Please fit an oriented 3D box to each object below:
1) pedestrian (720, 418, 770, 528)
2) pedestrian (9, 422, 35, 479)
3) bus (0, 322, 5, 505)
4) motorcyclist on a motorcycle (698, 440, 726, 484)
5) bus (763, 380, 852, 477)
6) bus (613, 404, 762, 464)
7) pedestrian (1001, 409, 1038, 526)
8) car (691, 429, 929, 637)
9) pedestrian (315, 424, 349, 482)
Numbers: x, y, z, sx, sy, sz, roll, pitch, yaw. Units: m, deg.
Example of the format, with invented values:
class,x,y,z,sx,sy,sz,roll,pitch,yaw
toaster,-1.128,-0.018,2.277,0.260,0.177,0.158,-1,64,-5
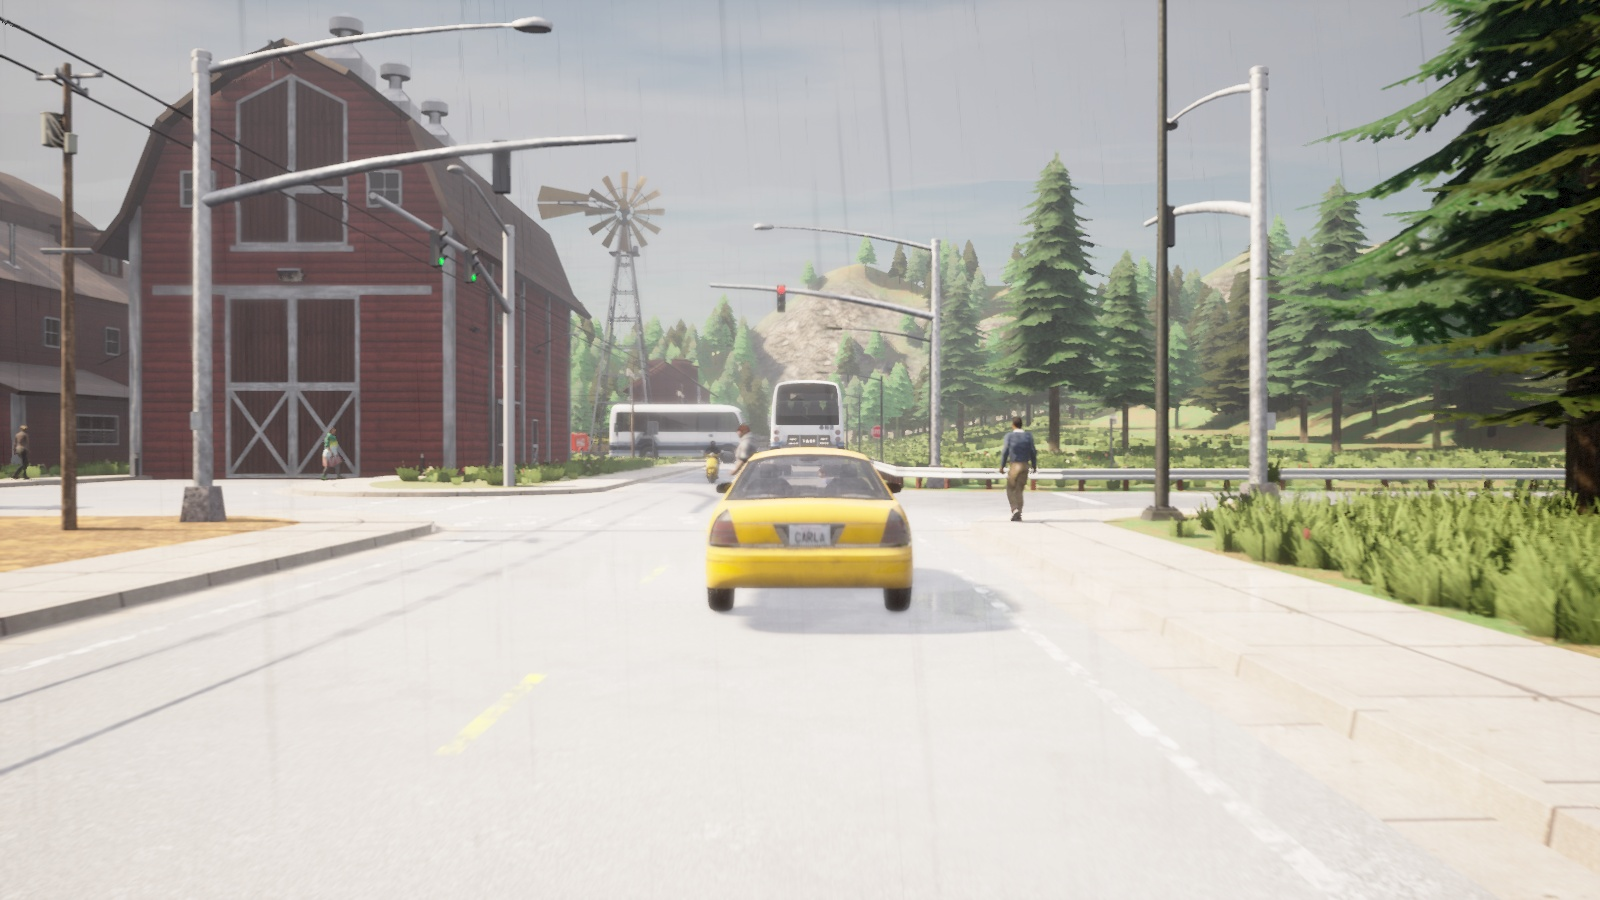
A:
class,x,y,z,sx,sy,sz,roll,pitch,yaw
pedestrian,-0.983,0.407,22.539,0.873,1.952,0.659,0,0,-1
pedestrian,-25.116,0.012,40.546,0.331,1.846,0.634,0,0,16
bus,-23.748,-0.834,27.371,10.273,4.253,3.944,0,1,-1
motorcyclist on a motorcycle,-3.222,0.437,46.165,0.866,1.590,1.817,0,0,0
bus,0.360,-0.970,60.374,3.944,4.253,10.273,0,0,0
bus,-7.968,-1.145,90.349,10.273,4.253,3.944,0,0,1
pedestrian,3.697,0.285,21.218,0.423,1.949,0.788,0,0,-5
car,0.085,0.617,12.206,1.801,1.575,5.366,0,0,0
pedestrian,-16.006,0.107,42.993,0.873,1.952,0.659,0,0,13
